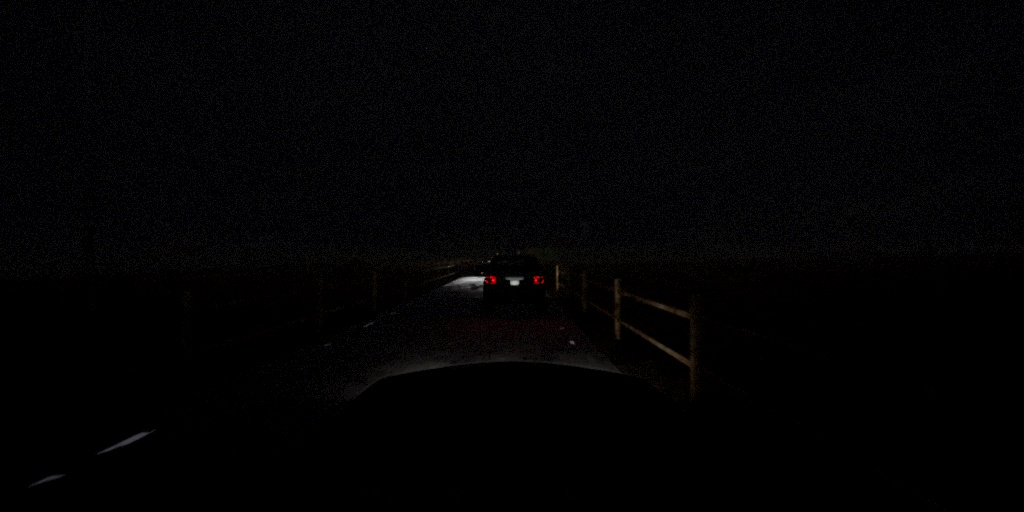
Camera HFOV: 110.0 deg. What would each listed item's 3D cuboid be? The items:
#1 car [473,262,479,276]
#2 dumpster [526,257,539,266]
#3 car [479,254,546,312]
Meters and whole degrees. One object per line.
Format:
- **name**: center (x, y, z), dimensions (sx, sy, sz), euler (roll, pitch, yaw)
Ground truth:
- **car**: center (-2.854, 1.296, 36.215), dimensions (1.895, 1.301, 4.718), euler (0, 0, 0)
- **dumpster**: center (3.115, 1.025, 54.829), dimensions (1.020, 1.700, 1.940), euler (0, 0, 0)
- **car**: center (0.092, 0.954, 14.311), dimensions (2.150, 2.045, 5.566), euler (0, 0, 0)
